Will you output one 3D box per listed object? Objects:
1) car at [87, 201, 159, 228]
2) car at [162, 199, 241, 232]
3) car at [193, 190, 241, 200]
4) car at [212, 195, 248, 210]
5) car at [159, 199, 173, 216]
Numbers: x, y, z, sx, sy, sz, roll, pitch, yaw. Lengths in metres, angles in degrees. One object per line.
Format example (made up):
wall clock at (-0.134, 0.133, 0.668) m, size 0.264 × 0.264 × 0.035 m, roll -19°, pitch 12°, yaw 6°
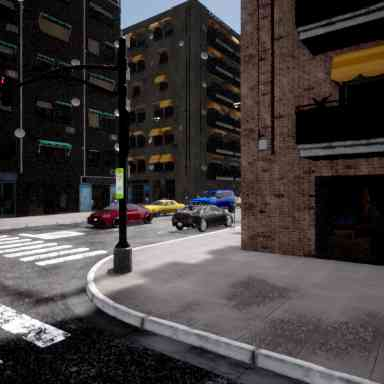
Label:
car at (-4.344, 1.372, 20.596) m, size 1.994 × 1.385 × 4.181 m, roll 0°, pitch 1°, yaw 36°
car at (0.682, 1.335, 18.279) m, size 2.008 × 1.369 × 4.403 m, roll 1°, pitch 1°, yaw 36°
car at (1.876, 0.898, 29.109) m, size 2.150 × 2.045 × 5.566 m, roll 0°, pitch 1°, yaw 36°
car at (4.234, 1.115, 36.503) m, size 1.752 × 1.417 × 4.829 m, roll 1°, pitch 1°, yaw 36°
car at (-2.455, 1.256, 27.345) m, size 1.752 × 1.417 × 4.829 m, roll 1°, pitch 1°, yaw 36°
